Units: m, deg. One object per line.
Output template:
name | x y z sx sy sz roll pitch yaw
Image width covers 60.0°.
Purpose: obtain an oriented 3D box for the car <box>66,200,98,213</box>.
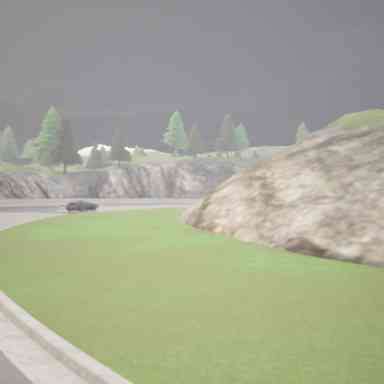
car | -13.551 1.735 41.231 2.128 1.511 4.902 0 -1 15
